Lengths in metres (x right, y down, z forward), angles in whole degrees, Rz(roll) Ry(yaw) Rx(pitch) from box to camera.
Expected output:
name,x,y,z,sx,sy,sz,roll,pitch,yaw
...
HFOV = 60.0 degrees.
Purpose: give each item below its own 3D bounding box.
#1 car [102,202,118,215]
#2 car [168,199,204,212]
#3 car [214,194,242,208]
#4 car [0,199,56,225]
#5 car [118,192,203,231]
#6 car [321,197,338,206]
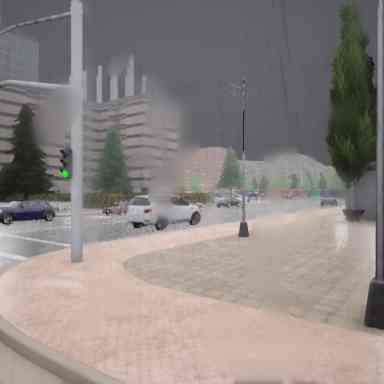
name,x,y,z,sx,sy,sz,roll,pitch,yaw
car,-6.651,1.564,32.437,1.994,1.385,4.181,0,0,36
car,-0.679,1.601,40.630,1.895,1.301,4.718,0,0,36
car,5.470,1.505,49.020,1.837,1.490,4.892,0,0,37
car,-12.495,1.352,24.387,2.097,1.767,4.553,0,0,36
car,-1.657,1.221,21.099,2.150,2.045,5.566,0,0,36
car,22.259,1.526,53.993,1.812,1.442,4.674,0,0,36
